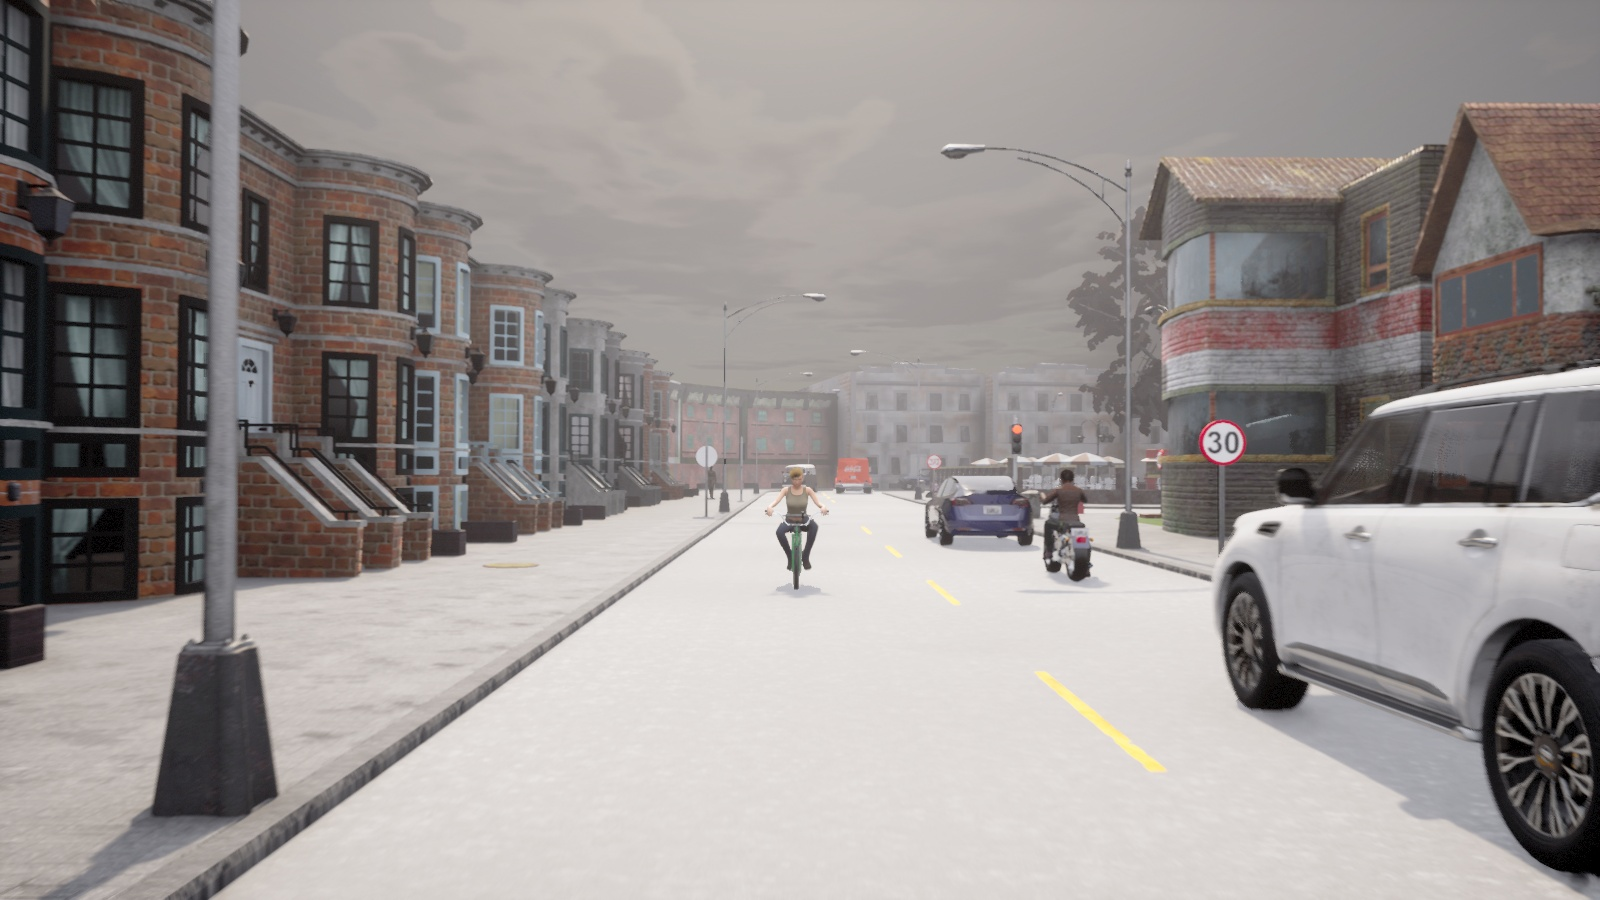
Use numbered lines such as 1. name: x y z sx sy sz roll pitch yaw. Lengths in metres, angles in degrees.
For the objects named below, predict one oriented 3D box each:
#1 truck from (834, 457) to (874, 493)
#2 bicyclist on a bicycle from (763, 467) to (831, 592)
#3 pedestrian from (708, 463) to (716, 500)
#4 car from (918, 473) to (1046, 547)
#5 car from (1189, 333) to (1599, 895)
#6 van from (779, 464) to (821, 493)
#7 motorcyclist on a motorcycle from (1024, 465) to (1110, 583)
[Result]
1. truck: 3.906 1.820 90.044 2.627 2.467 5.204 -1 -1 4
2. bicyclist on a bicycle: -0.034 1.034 16.906 0.866 1.612 1.509 0 -1 0
3. pedestrian: -4.509 1.615 64.402 0.396 1.930 0.692 0 -1 0
4. car: 3.931 1.267 27.957 2.163 1.488 4.792 0 -1 0
5. car: 3.984 0.627 6.558 2.150 2.045 5.566 0 -1 0
6. van: 0.034 2.064 91.077 2.069 2.038 4.480 -1 -1 13
7. motorcyclist on a motorcycle: 3.956 1.064 18.796 0.766 1.649 2.350 0 -1 0
